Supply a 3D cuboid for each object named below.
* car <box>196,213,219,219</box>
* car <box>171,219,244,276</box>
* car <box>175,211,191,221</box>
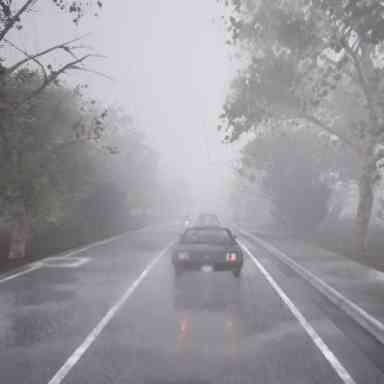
[{"bbox_3d":[1.251,2.423,26.896,2.033,1.411,5.357,0,-3,3],"label":"car"},{"bbox_3d":[0.508,1.741,10.725,1.895,1.301,4.718,0,-2,3],"label":"car"},{"bbox_3d":[-1.312,3.523,48.532,1.812,1.442,4.674,0,-3,5],"label":"car"}]
